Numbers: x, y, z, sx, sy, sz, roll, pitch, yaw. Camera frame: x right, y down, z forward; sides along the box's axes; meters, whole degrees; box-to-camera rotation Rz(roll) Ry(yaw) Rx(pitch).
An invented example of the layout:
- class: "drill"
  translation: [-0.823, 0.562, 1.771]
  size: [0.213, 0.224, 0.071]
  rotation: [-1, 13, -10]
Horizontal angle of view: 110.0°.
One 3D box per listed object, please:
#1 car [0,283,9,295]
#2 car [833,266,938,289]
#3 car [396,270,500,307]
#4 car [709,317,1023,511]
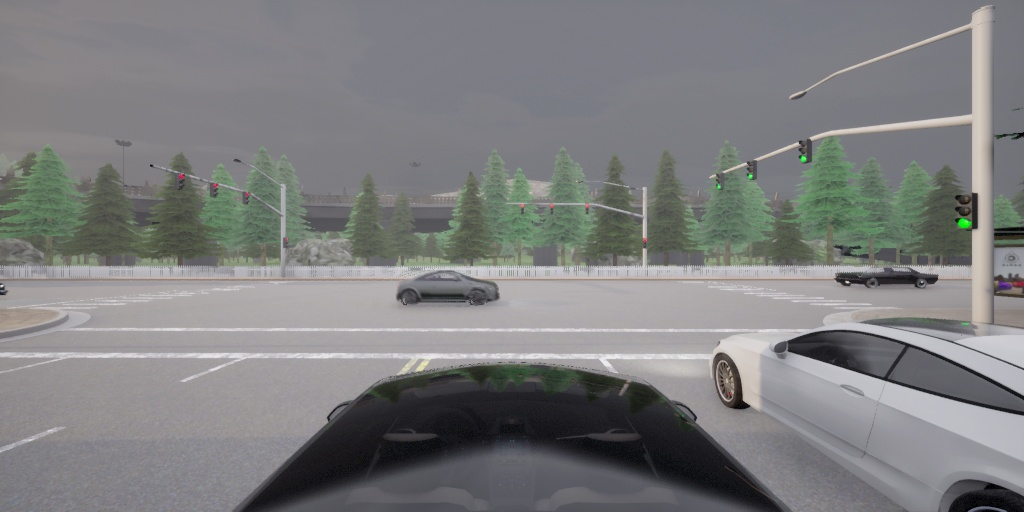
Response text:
- class: "car"
  translation: [-24.725, 1.242, 14.925]
  size: [5.357, 1.411, 2.033]
  rotation: [0, 0, 0]
- class: "car"
  translation: [22.865, 1.295, 22.071]
  size: [4.718, 1.301, 1.895]
  rotation: [0, 0, 0]
- class: "car"
  translation: [-2.613, 1.294, 14.902]
  size: [4.181, 1.385, 1.994]
  rotation: [0, 0, 0]
- class: "car"
  translation: [3.657, 1.276, 3.168]
  size: [1.812, 1.442, 4.674]
  rotation: [0, 0, 2]
